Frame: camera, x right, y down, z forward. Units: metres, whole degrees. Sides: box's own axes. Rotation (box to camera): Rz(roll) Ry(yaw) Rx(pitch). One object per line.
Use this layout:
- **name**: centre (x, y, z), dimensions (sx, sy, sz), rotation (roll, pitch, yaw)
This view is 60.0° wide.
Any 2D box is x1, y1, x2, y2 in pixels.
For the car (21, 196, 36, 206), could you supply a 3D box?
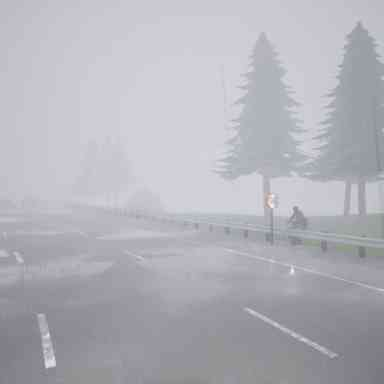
- **car**: centre (-27.668, 1.502, 56.205), dimensions (1.837, 1.490, 4.892), rotation (0, -1, -32)

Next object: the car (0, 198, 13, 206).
- **car**: centre (-29.644, 1.601, 52.749), dimensions (1.895, 1.301, 4.718), rotation (0, 0, -32)

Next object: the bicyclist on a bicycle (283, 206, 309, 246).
- **bicyclist on a bicycle**: centre (4.417, 1.429, 13.955), dimensions (1.656, 1.620, 0.582), rotation (6, -3, -31)
